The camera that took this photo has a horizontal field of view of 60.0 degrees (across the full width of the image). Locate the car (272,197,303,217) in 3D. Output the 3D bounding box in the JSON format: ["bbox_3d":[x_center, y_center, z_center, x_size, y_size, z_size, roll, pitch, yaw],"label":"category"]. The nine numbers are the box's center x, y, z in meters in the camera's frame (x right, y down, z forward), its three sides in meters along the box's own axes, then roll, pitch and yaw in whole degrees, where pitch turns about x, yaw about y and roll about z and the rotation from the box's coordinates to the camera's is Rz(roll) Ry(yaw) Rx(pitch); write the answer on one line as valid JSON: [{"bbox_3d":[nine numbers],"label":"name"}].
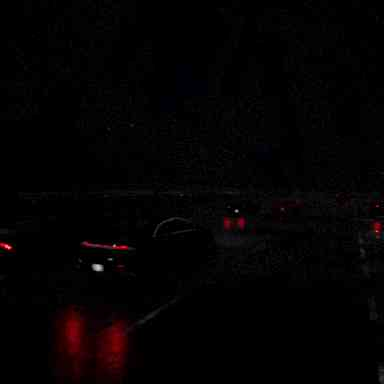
[{"bbox_3d":[8.016,1.130,27.709,1.882,1.535,5.008,1,1,26],"label":"car"}]

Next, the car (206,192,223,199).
[{"bbox_3d":[4.746,0.702,69.606,1.895,1.301,4.718,1,0,26],"label":"car"}]

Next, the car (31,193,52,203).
[{"bbox_3d":[-13.293,0.831,32.305,2.128,1.511,4.902,1,1,26],"label":"car"}]

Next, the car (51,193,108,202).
[{"bbox_3d":[-10.003,0.944,31.075,2.033,1.411,5.357,1,1,26],"label":"car"}]

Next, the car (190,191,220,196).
[{"bbox_3d":[2.093,0.753,48.138,2.128,1.511,4.902,1,1,26],"label":"car"}]

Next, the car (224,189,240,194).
[{"bbox_3d":[8.252,0.393,68.808,2.150,2.045,5.566,1,0,26],"label":"car"}]

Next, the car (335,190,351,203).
[{"bbox_3d":[24.656,0.749,54.467,2.150,2.045,5.566,1,1,26],"label":"car"}]

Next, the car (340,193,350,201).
[{"bbox_3d":[34.213,1.111,74.368,1.882,1.535,5.008,1,0,26],"label":"car"}]

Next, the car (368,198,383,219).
[{"bbox_3d":[14.943,1.250,25.965,2.128,1.511,4.902,1,1,26],"label":"car"}]

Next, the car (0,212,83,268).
[{"bbox_3d":[-4.063,1.339,10.662,2.033,1.411,5.357,1,1,26],"label":"car"}]

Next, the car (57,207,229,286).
[{"bbox_3d":[-0.913,1.344,9.139,2.128,1.511,4.902,1,1,26],"label":"car"}]

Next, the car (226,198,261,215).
[{"bbox_3d":[4.549,1.201,28.578,1.895,1.301,4.718,1,1,26],"label":"car"}]

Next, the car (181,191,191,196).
[{"bbox_3d":[-0.555,0.542,66.686,1.837,1.490,4.892,1,1,26],"label":"car"}]

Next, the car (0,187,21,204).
[{"bbox_3d":[-18.313,0.544,29.929,2.150,2.045,5.566,1,1,26],"label":"car"}]
